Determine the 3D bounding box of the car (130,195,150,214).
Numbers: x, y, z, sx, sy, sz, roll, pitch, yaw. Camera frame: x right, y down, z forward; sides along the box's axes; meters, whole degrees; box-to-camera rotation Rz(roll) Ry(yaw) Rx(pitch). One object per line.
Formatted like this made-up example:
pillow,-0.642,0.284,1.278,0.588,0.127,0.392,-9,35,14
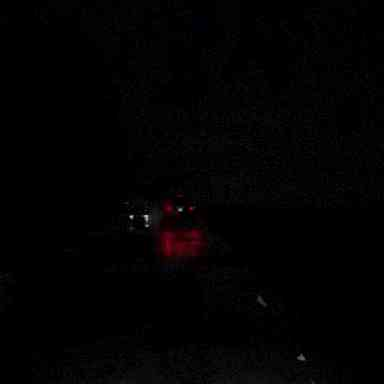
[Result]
car,-5.645,1.456,36.025,1.882,1.535,5.008,0,0,-8

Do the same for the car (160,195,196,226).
car,-0.977,1.206,23.469,2.150,2.045,5.566,0,0,-5

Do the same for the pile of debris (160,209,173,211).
pile of debris,-3.146,2.155,40.683,1.500,0.140,1.860,0,0,-9

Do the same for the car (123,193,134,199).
car,-14.695,1.014,77.193,2.150,2.045,5.566,0,0,-17

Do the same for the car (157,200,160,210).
car,-3.273,1.457,41.720,1.882,1.535,5.008,0,0,-9
